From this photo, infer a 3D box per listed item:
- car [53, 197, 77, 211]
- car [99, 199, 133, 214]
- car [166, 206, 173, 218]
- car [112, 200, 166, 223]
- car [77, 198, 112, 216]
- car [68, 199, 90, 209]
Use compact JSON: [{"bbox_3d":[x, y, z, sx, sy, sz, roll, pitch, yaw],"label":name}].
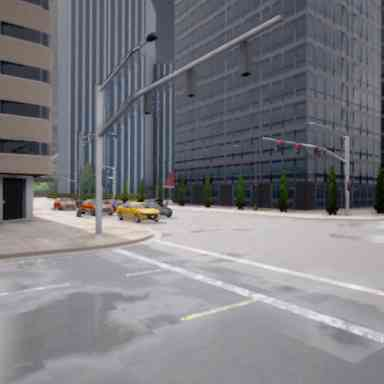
[{"bbox_3d":[-16.715,1.494,43.841,2.097,1.767,4.553,0,0,-36],"label":"car"},{"bbox_3d":[-9.131,1.656,39.446,2.128,1.511,4.902,0,0,-36],"label":"car"},{"bbox_3d":[-3.696,1.670,32.081,1.837,1.490,4.892,0,0,-36],"label":"car"},{"bbox_3d":[-4.449,1.619,27.209,1.882,1.535,5.008,0,0,-36],"label":"car"},{"bbox_3d":[-9.829,1.494,34.505,2.097,1.767,4.553,0,0,-37],"label":"car"},{"bbox_3d":[-17.207,1.768,50.424,1.895,1.301,4.718,0,0,-36],"label":"car"}]
